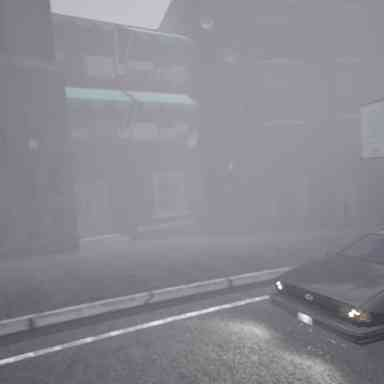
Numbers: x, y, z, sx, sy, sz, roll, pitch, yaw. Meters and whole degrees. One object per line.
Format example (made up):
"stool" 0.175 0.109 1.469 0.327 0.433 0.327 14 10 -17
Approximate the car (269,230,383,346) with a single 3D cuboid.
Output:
"car" 4.025 1.428 6.086 5.357 1.411 2.033 -1 1 -27
